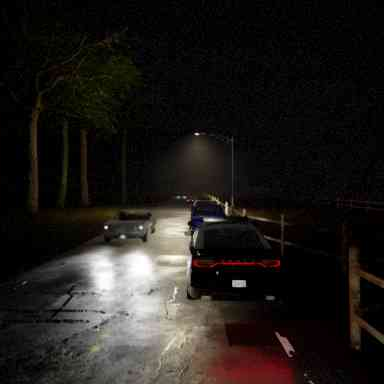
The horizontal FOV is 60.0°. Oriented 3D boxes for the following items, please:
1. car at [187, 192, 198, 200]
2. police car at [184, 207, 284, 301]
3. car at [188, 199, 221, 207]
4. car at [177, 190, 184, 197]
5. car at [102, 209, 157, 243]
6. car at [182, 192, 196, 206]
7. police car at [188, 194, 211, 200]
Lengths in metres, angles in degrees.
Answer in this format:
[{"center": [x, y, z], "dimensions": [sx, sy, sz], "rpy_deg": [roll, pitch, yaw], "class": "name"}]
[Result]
[{"center": [0.089, 0.797, 64.004], "dimensions": [1.994, 1.385, 4.181], "rpy_deg": [0, 1, 0], "class": "car"}, {"center": [0.838, 1.403, 8.470], "dimensions": [1.930, 1.638, 5.238], "rpy_deg": [0, 0, 0], "class": "police car"}, {"center": [0.851, 1.378, 18.361], "dimensions": [1.882, 1.535, 5.008], "rpy_deg": [0, 1, 0], "class": "car"}, {"center": [-2.637, 0.362, 82.612], "dimensions": [1.882, 1.535, 5.008], "rpy_deg": [0, 1, 0], "class": "car"}, {"center": [-2.828, 1.526, 15.894], "dimensions": [1.895, 1.301, 4.718], "rpy_deg": [0, 1, 0], "class": "car"}, {"center": [0.084, 1.095, 45.000], "dimensions": [2.033, 1.411, 5.357], "rpy_deg": [0, 1, 1], "class": "car"}, {"center": [0.860, 1.252, 24.473], "dimensions": [1.930, 1.638, 5.238], "rpy_deg": [0, 1, 0], "class": "police car"}]
